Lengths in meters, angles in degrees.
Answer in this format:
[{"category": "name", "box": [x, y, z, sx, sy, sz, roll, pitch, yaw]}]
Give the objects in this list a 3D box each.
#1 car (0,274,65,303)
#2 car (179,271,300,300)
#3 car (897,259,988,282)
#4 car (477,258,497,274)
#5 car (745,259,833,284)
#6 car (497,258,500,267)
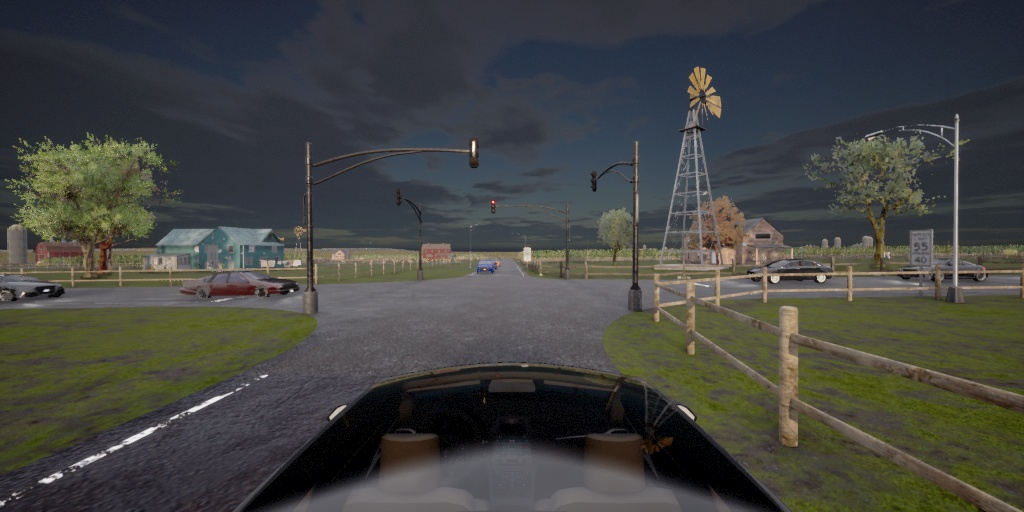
[{"category": "car", "box": [-26.813, 1.689, 19.100, 4.181, 1.385, 1.994, -1, 1, 0]}, {"category": "car", "box": [-14.452, 1.503, 19.154, 5.357, 1.411, 2.033, -1, 1, 0]}, {"category": "car", "box": [27.545, 0.886, 23.045, 4.181, 1.385, 1.994, -1, 1, 0]}, {"category": "car", "box": [-3.047, 1.222, 42.003, 1.882, 1.535, 5.008, 0, 0, -1]}, {"category": "car", "box": [17.686, 0.957, 23.003, 4.892, 1.490, 1.837, -1, 1, 0]}, {"category": "car", "box": [-3.120, 1.293, 52.433, 2.033, 1.411, 5.357, 0, 0, -1]}]
